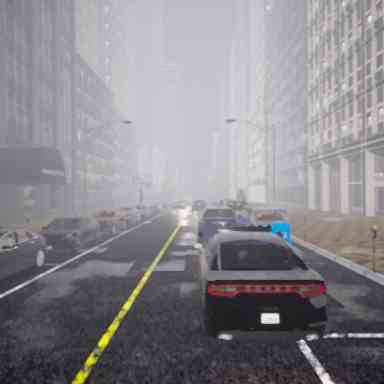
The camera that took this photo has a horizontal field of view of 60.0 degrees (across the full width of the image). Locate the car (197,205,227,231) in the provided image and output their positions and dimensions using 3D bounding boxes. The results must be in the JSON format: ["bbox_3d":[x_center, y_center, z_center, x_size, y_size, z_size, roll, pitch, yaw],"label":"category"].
[{"bbox_3d":[1.345,1.712,22.851,1.812,1.442,4.674,-1,0,2],"label":"car"}]

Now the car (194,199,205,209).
[{"bbox_3d":[1.248,1.983,57.038,1.837,1.490,4.892,0,0,1],"label":"car"}]

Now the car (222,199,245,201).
[{"bbox_3d":[3.262,1.512,25.821,2.192,1.841,5.009,-1,-1,1],"label":"car"}]

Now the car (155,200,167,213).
[{"bbox_3d":[-4.749,1.957,43.043,2.008,1.369,4.403,-1,0,1],"label":"car"}]

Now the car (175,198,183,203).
[{"bbox_3d":[-3.660,2.396,94.183,1.947,1.339,4.313,-1,0,1],"label":"car"}]

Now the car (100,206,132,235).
[{"bbox_3d":[-5.233,1.761,20.315,1.887,1.381,4.507,-1,-1,1],"label":"car"}]

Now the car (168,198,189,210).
[{"bbox_3d":[-1.929,1.991,49.959,2.033,1.411,5.357,0,-1,2],"label":"car"}]

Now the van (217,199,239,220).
[{"bbox_3d":[3.384,1.585,31.503,1.690,1.788,3.998,-1,-1,1],"label":"van"}]

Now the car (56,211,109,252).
[{"bbox_3d":[-5.353,1.734,14.632,1.947,1.339,4.313,-1,-1,1],"label":"car"}]

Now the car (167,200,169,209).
[{"bbox_3d":[-4.507,2.052,54.407,2.008,1.369,4.403,-1,0,1],"label":"car"}]

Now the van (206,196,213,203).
[{"bbox_3d":[4.594,2.058,88.325,1.690,1.788,3.998,-1,0,1],"label":"van"}]

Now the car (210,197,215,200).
[{"bbox_3d":[3.872,1.985,54.229,2.008,1.369,4.403,-1,0,1],"label":"car"}]

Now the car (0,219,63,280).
[{"bbox_3d":[-5.475,1.671,8.950,2.008,1.369,4.403,-1,-1,1],"label":"car"}]

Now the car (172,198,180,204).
[{"bbox_3d":[-3.906,2.261,82.649,1.752,1.417,4.829,-1,0,1],"label":"car"}]

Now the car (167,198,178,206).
[{"bbox_3d":[-4.146,2.083,71.455,1.967,1.590,4.097,-1,0,1],"label":"car"}]

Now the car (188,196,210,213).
[{"bbox_3d":[0.975,1.718,43.638,2.097,1.767,4.553,0,-1,2],"label":"car"}]

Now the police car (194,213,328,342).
[{"bbox_3d":[1.080,1.478,6.951,1.930,1.638,5.238,0,0,1],"label":"police car"}]

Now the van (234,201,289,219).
[{"bbox_3d":[3.021,1.442,14.456,1.690,1.788,3.998,-1,-1,1],"label":"van"}]

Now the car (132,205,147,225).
[{"bbox_3d":[-5.112,1.814,25.997,2.008,1.369,4.403,-1,-1,1],"label":"car"}]

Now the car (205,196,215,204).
[{"bbox_3d":[4.472,1.985,82.643,2.192,1.841,5.009,-1,0,1],"label":"car"}]

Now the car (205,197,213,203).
[{"bbox_3d":[4.716,2.203,94.006,1.967,1.590,4.097,-1,0,1],"label":"car"}]

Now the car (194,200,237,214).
[{"bbox_3d":[1.289,1.486,16.810,2.097,1.767,4.553,0,0,1],"label":"car"}]

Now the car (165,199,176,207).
[{"bbox_3d":[-4.265,2.177,65.771,1.802,1.307,4.206,-1,0,1],"label":"car"}]

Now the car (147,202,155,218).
[{"bbox_3d":[-4.990,1.893,31.679,1.802,1.307,4.206,-1,-1,1],"label":"car"}]
